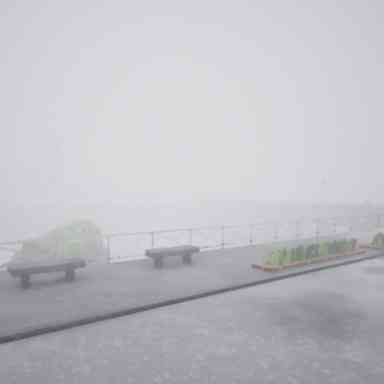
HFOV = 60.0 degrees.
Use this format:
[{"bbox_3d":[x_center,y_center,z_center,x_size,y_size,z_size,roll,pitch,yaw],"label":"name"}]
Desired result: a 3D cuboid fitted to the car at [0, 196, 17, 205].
[{"bbox_3d":[-32.728,1.491,56.763,5.008,1.535,1.882,0,0,-35],"label":"car"}]
